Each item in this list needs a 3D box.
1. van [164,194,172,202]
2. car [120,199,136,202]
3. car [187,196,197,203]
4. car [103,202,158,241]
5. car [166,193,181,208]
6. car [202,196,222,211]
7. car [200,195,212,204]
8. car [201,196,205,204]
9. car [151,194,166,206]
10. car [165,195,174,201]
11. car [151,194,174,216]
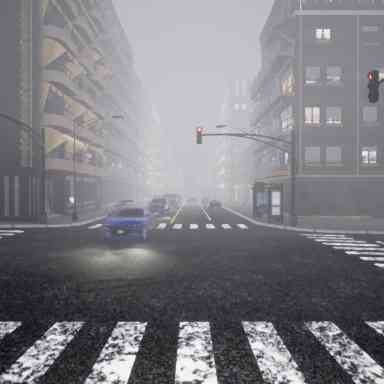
[{"bbox_3d":[-5.757,1.337,79.910,1.690,1.788,3.998,0,0,0],"label":"van"},{"bbox_3d":[-5.717,1.438,29.161,1.967,1.590,4.097,0,0,0],"label":"car"},{"bbox_3d":[0.043,1.561,69.663,1.994,1.385,4.181,0,0,0],"label":"car"},{"bbox_3d":[-3.109,1.476,17.030,1.882,1.535,5.008,0,0,0],"label":"car"},{"bbox_3d":[-3.121,1.218,47.979,2.150,2.045,5.566,0,0,1],"label":"car"},{"bbox_3d":[2.655,1.548,40.440,2.008,1.369,4.403,0,0,0],"label":"car"},{"bbox_3d":[2.637,1.437,62.995,1.967,1.590,4.097,0,0,0],"label":"car"},{"bbox_3d":[2.651,1.542,46.078,1.887,1.381,4.507,0,0,0],"label":"car"},{"bbox_3d":[-5.740,1.312,57.354,2.192,1.841,5.009,0,0,0],"label":"car"},{"bbox_3d":[-5.761,1.546,85.548,2.008,1.369,4.403,0,0,0],"label":"car"},{"bbox_3d":[-3.122,1.350,31.861,2.097,1.767,4.553,0,0,0],"label":"car"}]
